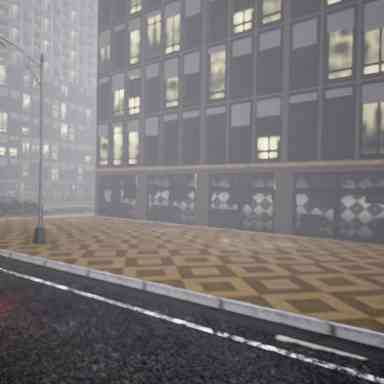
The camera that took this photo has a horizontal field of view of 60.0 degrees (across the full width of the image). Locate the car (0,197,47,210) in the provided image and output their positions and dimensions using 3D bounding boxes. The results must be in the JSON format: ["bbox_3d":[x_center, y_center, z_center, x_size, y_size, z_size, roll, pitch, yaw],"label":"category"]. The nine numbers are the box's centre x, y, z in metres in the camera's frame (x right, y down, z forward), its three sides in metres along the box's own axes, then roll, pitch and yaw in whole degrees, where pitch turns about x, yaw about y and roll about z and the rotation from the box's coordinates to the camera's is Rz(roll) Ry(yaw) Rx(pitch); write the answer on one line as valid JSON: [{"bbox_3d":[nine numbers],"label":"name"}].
[{"bbox_3d":[-20.796,1.410,41.196,1.752,1.417,4.829,1,0,36],"label":"car"}]

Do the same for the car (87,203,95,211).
[{"bbox_3d":[-10.502,1.646,41.023,1.752,1.417,4.829,1,0,36],"label":"car"}]

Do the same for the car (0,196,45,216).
[{"bbox_3d":[-17.307,1.333,31.818,2.192,1.841,5.009,1,0,36],"label":"car"}]
